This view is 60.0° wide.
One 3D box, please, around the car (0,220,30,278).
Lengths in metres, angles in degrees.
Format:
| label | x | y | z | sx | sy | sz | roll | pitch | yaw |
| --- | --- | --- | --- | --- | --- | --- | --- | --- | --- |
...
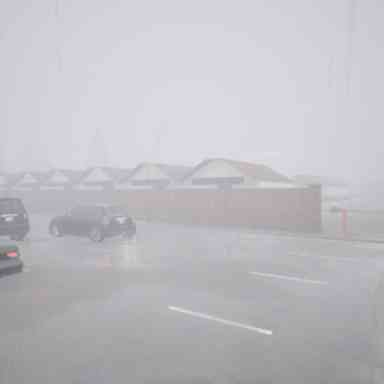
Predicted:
| label | x | y | z | sx | sy | sz | roll | pitch | yaw |
| --- | --- | --- | --- | --- | --- | --- | --- | --- | --- |
| car | -6.596 | 1.546 | 8.791 | 5.357 | 1.411 | 2.033 | 0 | 0 | 35 |

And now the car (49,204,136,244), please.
| label | x | y | z | sx | sy | sz | roll | pitch | yaw |
| --- | --- | --- | --- | --- | --- | --- | --- | --- | --- |
| car | -4.906 | 1.350 | 16.157 | 4.553 | 1.767 | 2.097 | 0 | 0 | 35 |

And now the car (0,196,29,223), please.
| label | x | y | z | sx | sy | sz | roll | pitch | yaw |
| --- | --- | --- | --- | --- | --- | --- | --- | --- | --- |
| car | -9.700 | 1.219 | 15.248 | 5.566 | 2.045 | 2.150 | 0 | 0 | 35 |
